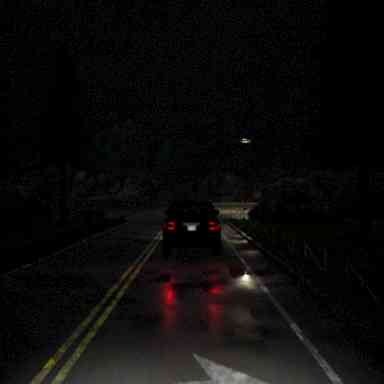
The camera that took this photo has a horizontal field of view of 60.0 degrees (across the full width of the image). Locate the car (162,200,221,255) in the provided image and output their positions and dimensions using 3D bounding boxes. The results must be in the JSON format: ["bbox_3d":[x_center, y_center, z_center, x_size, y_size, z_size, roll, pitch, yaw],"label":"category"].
[{"bbox_3d":[-0.005,1.349,14.027,2.150,2.045,5.566,0,0,0],"label":"car"}]
